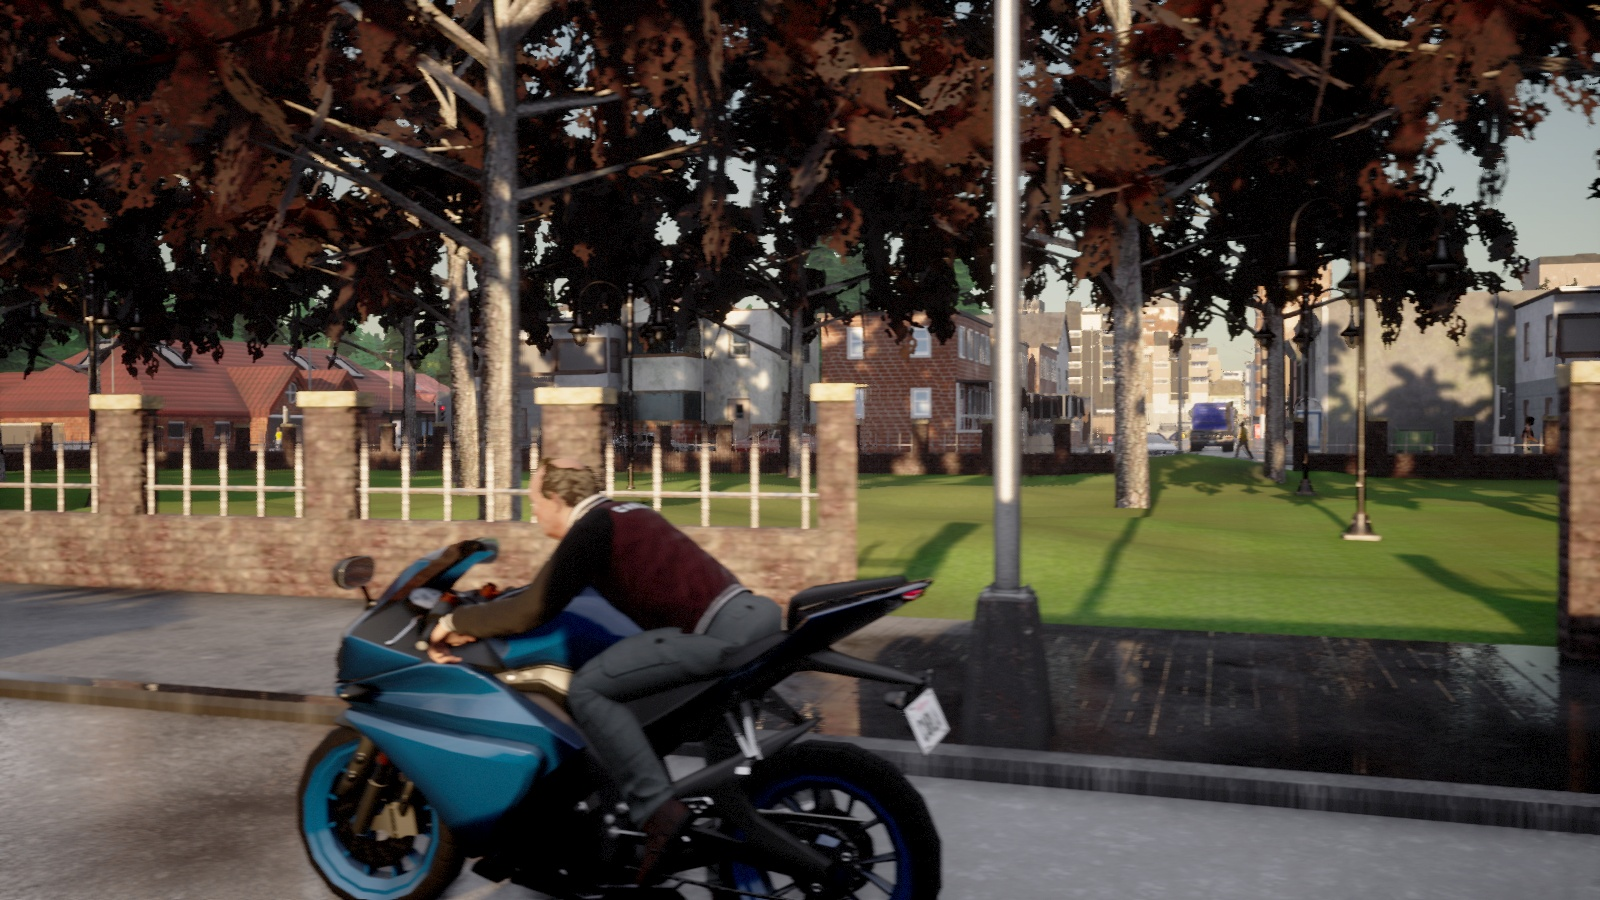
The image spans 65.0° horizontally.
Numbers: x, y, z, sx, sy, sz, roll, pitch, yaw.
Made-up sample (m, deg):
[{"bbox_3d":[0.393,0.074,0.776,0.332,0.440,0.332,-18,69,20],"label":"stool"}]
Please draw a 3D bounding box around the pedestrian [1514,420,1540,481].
[{"bbox_3d":[22.212,0.005,38.375,0.594,1.836,0.345,1,1,19],"label":"pedestrian"}]

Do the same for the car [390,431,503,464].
[{"bbox_3d":[-15.974,-0.117,56.767,4.674,1.442,1.812,0,1,15],"label":"car"}]

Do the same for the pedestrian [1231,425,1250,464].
[{"bbox_3d":[20.850,-0.284,59.424,0.709,1.840,0.431,0,1,-7],"label":"pedestrian"}]

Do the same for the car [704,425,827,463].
[{"bbox_3d":[-1.533,-0.301,56.211,5.027,1.651,2.152,0,1,19],"label":"car"}]

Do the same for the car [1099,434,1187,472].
[{"bbox_3d":[13.874,0.086,51.081,1.812,1.442,4.674,0,1,-7],"label":"car"}]

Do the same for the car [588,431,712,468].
[{"bbox_3d":[-6.397,-0.051,53.577,4.892,1.490,1.837,0,1,16],"label":"car"}]

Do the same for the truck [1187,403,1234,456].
[{"bbox_3d":[28.134,-1.425,85.875,2.891,3.462,7.936,1,1,19],"label":"truck"}]

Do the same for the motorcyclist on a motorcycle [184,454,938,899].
[{"bbox_3d":[-0.737,0.795,3.969,2.191,1.530,0.866,1,1,19],"label":"motorcyclist on a motorcycle"}]
